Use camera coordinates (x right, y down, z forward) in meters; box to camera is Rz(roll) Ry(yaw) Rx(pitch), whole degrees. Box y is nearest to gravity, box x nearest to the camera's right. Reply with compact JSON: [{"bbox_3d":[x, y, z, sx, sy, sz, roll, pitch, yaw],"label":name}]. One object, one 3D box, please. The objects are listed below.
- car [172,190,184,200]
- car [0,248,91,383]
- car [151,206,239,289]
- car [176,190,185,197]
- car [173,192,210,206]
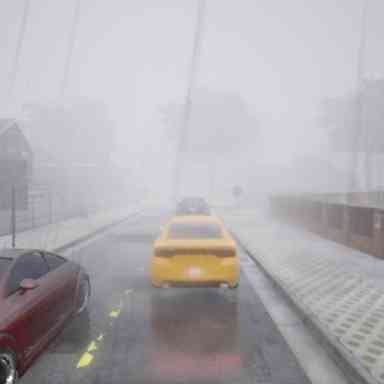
[{"bbox_3d":[-2.730,0.693,63.425,1.812,1.442,4.674,0,1,1],"label":"car"},{"bbox_3d":[-2.845,1.504,4.440,1.994,1.385,4.181,0,1,0],"label":"car"},{"bbox_3d":[0.083,1.360,8.885,1.882,1.535,5.008,0,1,0],"label":"car"},{"bbox_3d":[-2.681,0.349,79.316,1.882,1.535,5.008,0,1,0],"label":"car"},{"bbox_3d":[0.080,1.071,21.524,2.097,1.767,4.553,0,1,0],"label":"car"}]
